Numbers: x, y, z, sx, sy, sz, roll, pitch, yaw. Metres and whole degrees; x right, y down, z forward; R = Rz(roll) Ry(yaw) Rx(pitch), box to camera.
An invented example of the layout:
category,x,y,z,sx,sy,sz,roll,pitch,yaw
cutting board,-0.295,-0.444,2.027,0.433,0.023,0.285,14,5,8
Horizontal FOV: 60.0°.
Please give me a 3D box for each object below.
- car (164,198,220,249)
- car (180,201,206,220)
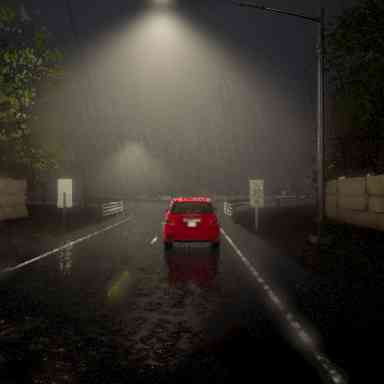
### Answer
category,x,y,z,sx,sy,sz,roll,pitch,yaw
car,0.000,1.260,14.689,2.150,2.045,5.566,0,0,0
car,0.143,1.580,29.518,1.994,1.385,4.181,0,0,4
